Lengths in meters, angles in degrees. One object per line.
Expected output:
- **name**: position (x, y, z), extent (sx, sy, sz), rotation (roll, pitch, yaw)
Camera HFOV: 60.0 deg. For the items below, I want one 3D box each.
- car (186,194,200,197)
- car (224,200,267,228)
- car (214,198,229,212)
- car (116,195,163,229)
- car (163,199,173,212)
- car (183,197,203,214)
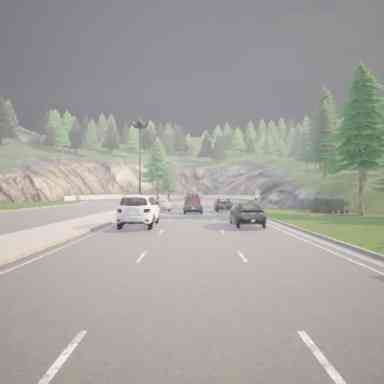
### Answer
- **car**: position (0.092, 1.222, 44.413), extent (2.150, 2.045, 5.566), rotation (0, 0, 0)
- **car**: position (3.601, 1.491, 21.972), extent (2.128, 1.511, 4.902), rotation (0, 0, 0)
- **car**: position (3.600, 1.491, 38.755), extent (2.128, 1.511, 4.902), rotation (0, 0, 0)
- **car**: position (-3.400, 1.224, 21.681), extent (2.150, 2.045, 5.566), rotation (0, 0, 0)
- **car**: position (-3.404, 1.526, 39.437), extent (1.812, 1.442, 4.674), rotation (0, 0, 0)
- **car**: position (0.099, 1.564, 34.981), extent (1.994, 1.385, 4.181), rotation (0, 0, 0)
